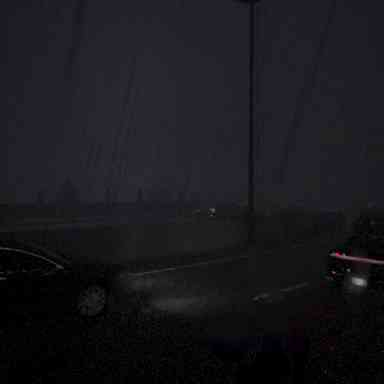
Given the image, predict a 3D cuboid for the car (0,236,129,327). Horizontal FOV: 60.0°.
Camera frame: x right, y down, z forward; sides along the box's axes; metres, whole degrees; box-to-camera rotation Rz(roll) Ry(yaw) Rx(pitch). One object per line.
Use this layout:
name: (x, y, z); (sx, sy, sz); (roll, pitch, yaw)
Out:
car: (-3.483, 1.531, 5.732); (4.892, 1.490, 1.837); (1, 0, -36)

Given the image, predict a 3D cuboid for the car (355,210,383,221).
car: (10.255, 1.733, 17.917); (1.837, 1.490, 4.892); (0, -1, 44)

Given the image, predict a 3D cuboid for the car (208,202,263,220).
car: (3.954, 1.811, 26.748); (2.033, 1.411, 5.357); (0, -1, 42)

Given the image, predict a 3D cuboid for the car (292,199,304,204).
car: (21.390, 2.216, 67.150); (1.837, 1.490, 4.892); (0, -1, 14)

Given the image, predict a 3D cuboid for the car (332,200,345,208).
car: (27.195, 2.230, 61.715); (2.128, 1.511, 4.902); (0, 0, 17)

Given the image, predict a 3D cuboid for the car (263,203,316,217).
car: (7.560, 1.842, 25.651); (1.994, 1.385, 4.181); (0, -1, 41)

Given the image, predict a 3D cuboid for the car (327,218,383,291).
car: (5.178, 1.599, 8.205); (4.902, 1.511, 2.128); (1, -1, -40)

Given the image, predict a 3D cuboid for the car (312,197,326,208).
car: (23.766, 1.932, 62.428); (2.150, 2.045, 5.566); (0, 0, 17)

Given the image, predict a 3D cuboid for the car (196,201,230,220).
car: (2.355, 1.636, 30.307); (2.097, 1.767, 4.553); (0, -1, 40)
